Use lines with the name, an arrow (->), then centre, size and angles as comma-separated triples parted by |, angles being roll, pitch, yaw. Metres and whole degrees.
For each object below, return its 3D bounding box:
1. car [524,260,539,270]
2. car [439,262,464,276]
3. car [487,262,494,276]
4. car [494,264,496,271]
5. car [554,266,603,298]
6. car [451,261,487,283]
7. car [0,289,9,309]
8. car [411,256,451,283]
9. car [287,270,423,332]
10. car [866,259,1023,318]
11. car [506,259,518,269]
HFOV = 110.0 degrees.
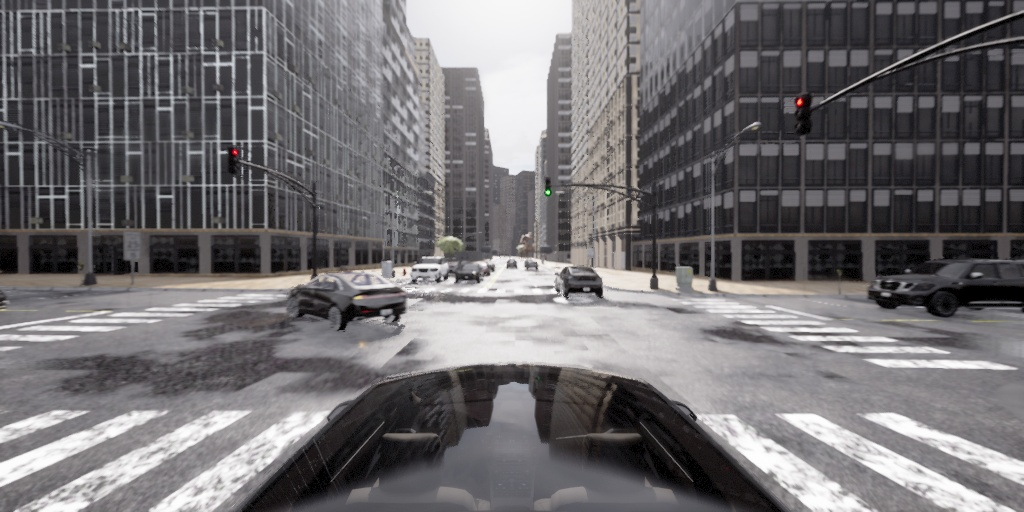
car -> 3.246, 1.384, 58.057 | 2.128, 1.511, 4.902 | 0, 0, 0
car -> -6.570, 1.415, 39.376 | 1.994, 1.385, 4.181 | 0, 0, 0
car -> -3.334, 1.411, 38.470 | 1.994, 1.385, 4.181 | 0, 0, 0
car -> -3.255, 1.474, 48.763 | 1.895, 1.301, 4.718 | 0, 0, 0
car -> 3.357, 1.266, 18.546 | 1.837, 1.490, 4.892 | 0, 0, 0
car -> -3.342, 1.300, 28.885 | 1.882, 1.535, 5.008 | 0, 0, 0
car -> -18.408, 1.155, 10.821 | 4.892, 1.490, 1.837 | 1, 1, 2
car -> -6.592, 1.047, 29.337 | 2.150, 2.045, 5.566 | 0, 0, 0
car -> -5.214, 1.247, 11.093 | 4.902, 1.511, 2.128 | 1, 1, 39
car -> 16.843, 1.127, 13.446 | 5.566, 2.045, 2.150 | 0, 1, 1
car -> -0.005, 1.426, 60.573 | 1.812, 1.442, 4.674 | 0, 0, 0
